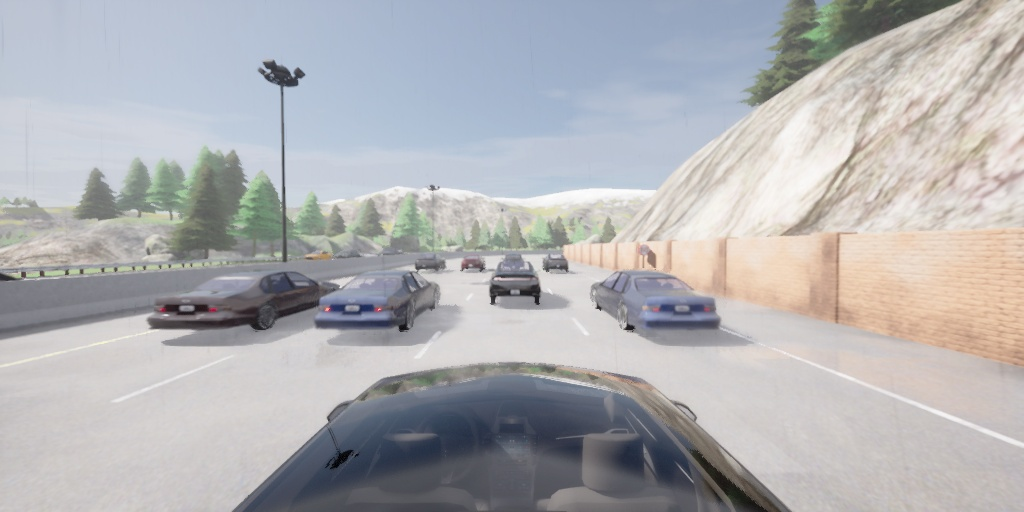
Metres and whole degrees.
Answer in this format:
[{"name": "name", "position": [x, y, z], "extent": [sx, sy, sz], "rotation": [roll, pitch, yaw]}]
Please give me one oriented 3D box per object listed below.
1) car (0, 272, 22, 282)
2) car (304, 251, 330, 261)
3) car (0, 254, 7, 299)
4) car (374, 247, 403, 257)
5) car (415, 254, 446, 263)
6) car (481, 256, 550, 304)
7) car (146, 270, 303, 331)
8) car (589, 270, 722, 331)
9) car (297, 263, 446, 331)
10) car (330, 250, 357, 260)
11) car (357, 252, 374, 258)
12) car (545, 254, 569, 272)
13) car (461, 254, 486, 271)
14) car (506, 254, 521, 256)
[{"name": "car", "position": [-17.591, 1.128, 10.928], "extent": [1.895, 1.301, 4.718], "rotation": [0, 1, 0]}, {"name": "car", "position": [-27.973, 0.014, 51.932], "extent": [1.882, 1.535, 5.008], "rotation": [0, 1, 1]}, {"name": "car", "position": [-21.089, 0.855, 11.922], "extent": [2.097, 1.767, 4.553], "rotation": [0, 1, 0]}, {"name": "car", "position": [-17.461, -0.241, 51.884], "extent": [2.150, 2.045, 5.566], "rotation": [0, 1, 1]}, {"name": "car", "position": [-6.871, 0.544, 30.566], "extent": [2.128, 1.511, 4.902], "rotation": [0, 1, 0]}, {"name": "car", "position": [0.113, 0.935, 14.400], "extent": [2.128, 1.511, 4.902], "rotation": [0, 1, 0]}, {"name": "car", "position": [-6.892, 1.094, 10.116], "extent": [2.033, 1.411, 5.357], "rotation": [0, 1, 0]}, {"name": "car", "position": [3.609, 1.095, 10.112], "extent": [2.033, 1.411, 5.357], "rotation": [0, 1, 0]}, {"name": "car", "position": [-3.391, 1.094, 10.129], "extent": [2.033, 1.411, 5.357], "rotation": [0, 1, 0]}, {"name": "car", "position": [-24.427, -0.142, 53.197], "extent": [2.097, 1.767, 4.553], "rotation": [0, 1, 1]}, {"name": "car", "position": [-20.926, 0.093, 53.802], "extent": [1.895, 1.301, 4.718], "rotation": [0, 1, 1]}, {"name": "car", "position": [3.629, 0.545, 30.546], "extent": [2.128, 1.511, 4.902], "rotation": [0, 1, 0]}, {"name": "car", "position": [-3.370, 0.553, 31.617], "extent": [1.812, 1.442, 4.674], "rotation": [0, 1, 0]}, {"name": "car", "position": [0.129, 0.556, 30.638], "extent": [1.837, 1.490, 4.892], "rotation": [0, 1, 0]}]
